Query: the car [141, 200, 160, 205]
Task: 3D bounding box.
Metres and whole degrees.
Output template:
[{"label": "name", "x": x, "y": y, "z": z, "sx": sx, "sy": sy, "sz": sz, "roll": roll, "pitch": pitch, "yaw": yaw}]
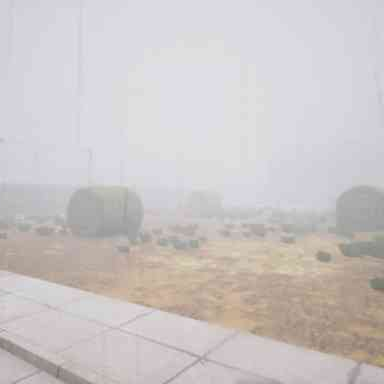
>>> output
[{"label": "car", "x": -7.564, "y": 2.061, "z": 59.442, "sx": 1.994, "sy": 1.385, "sz": 4.181, "roll": -1, "pitch": 0, "yaw": 33}]
